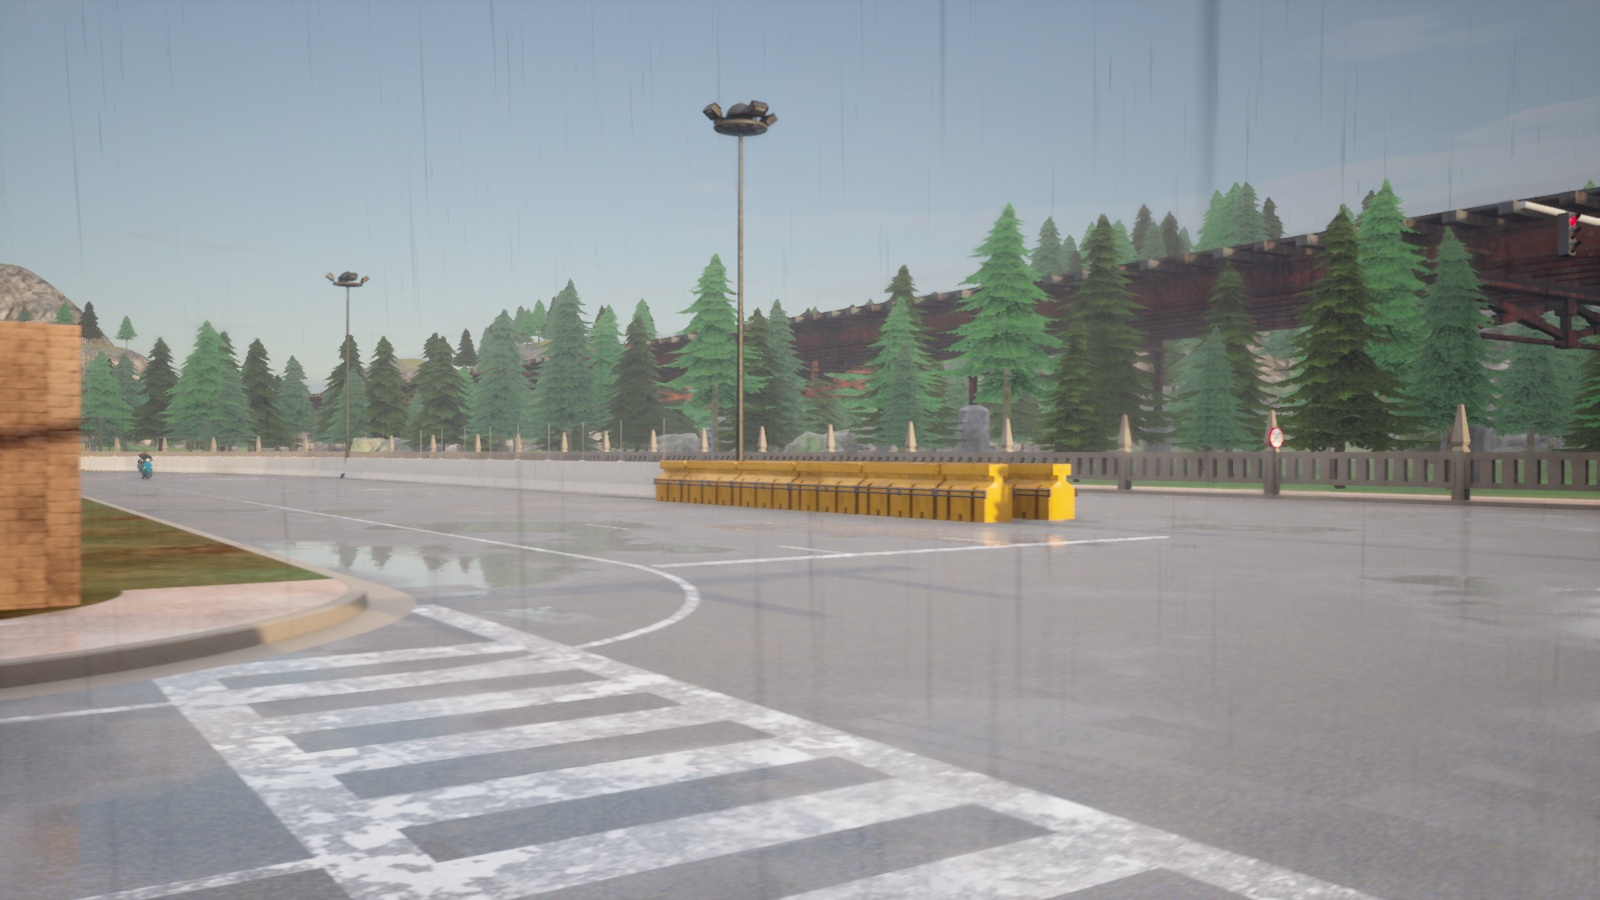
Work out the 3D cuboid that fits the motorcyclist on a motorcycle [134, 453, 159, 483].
[{"bbox_3d":[-35.311,0.967,67.823,0.866,1.590,1.817,-1,0,-38],"label":"motorcyclist on a motorcycle"}]
